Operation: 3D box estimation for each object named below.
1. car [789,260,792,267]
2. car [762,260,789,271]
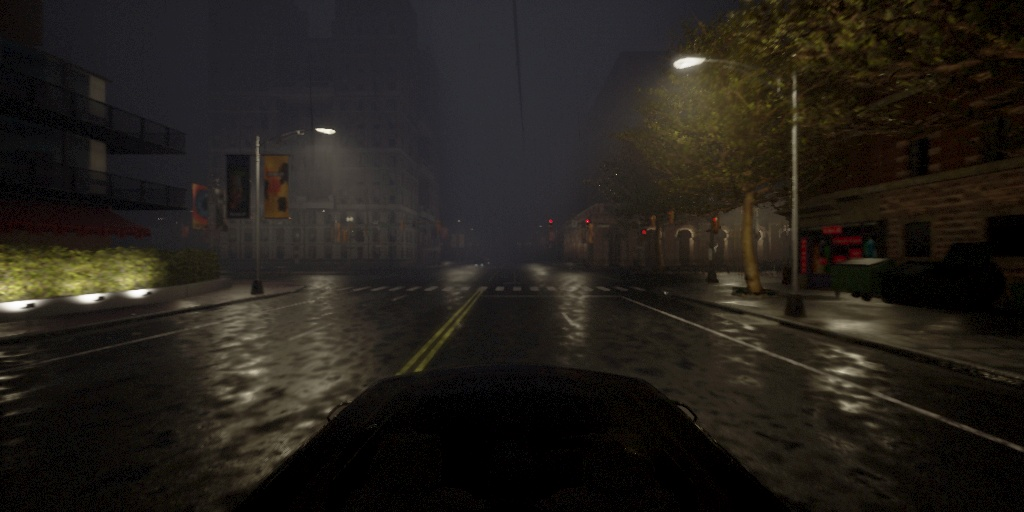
[{"bbox_3d":[35.334,1.134,41.296,4.892,1.490,1.837,0,0,1],"label":"car"},{"bbox_3d":[34.946,1.165,44.789,5.357,1.411,2.033,0,0,1],"label":"car"}]
